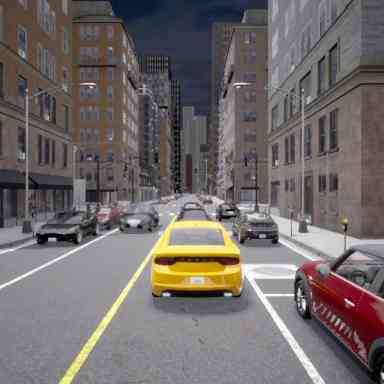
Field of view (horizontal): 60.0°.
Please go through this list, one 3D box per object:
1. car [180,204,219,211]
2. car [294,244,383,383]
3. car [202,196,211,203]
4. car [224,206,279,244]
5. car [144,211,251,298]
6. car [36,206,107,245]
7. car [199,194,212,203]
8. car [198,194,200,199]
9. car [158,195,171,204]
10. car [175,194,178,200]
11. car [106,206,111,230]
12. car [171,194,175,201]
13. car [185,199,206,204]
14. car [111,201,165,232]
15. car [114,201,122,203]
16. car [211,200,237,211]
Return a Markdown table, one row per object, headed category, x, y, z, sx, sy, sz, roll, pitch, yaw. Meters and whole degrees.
| category | x | y | z | sx | sy | sz | roll | pitch | yaw |
| --- | --- | --- | --- | --- | --- | --- | --- | --- | --- |
| car | 0.115 | 1.565 | 17.585 | 1.994 | 1.385 | 4.181 | 0 | 0 | 0 |
| car | 2.858 | 1.440 | 4.662 | 1.967 | 1.590 | 4.097 | 0 | 0 | 0 |
| car | 2.932 | 1.579 | 69.336 | 1.752 | 1.417 | 4.829 | 0 | 0 | 0 |
| car | 2.863 | 1.552 | 15.664 | 2.008 | 1.369 | 4.403 | 0 | 0 | 0 |
| car | 0.098 | 1.478 | 8.591 | 1.882 | 1.535 | 5.008 | 0 | 0 | 0 |
| car | -5.662 | 1.567 | 15.668 | 1.947 | 1.339 | 4.313 | 0 | 0 | 0 |
| car | 2.919 | 1.484 | 63.757 | 1.967 | 1.590 | 4.097 | 0 | 0 | 0 |
| car | 2.945 | 1.616 | 74.575 | 2.008 | 1.369 | 4.403 | 0 | 0 | 0 |
| car | -5.605 | 1.626 | 63.774 | 1.802 | 1.307 | 4.206 | 0 | 0 | 0 |
| car | -5.544 | 1.637 | 90.647 | 1.752 | 1.417 | 4.829 | 0 | 0 | 0 |
| car | -5.660 | 1.584 | 21.170 | 1.802 | 1.307 | 4.206 | 0 | 0 | 0 |
| car | -5.580 | 1.616 | 74.591 | 2.008 | 1.369 | 4.403 | 0 | 0 | 0 |
| car | 0.012 | 1.529 | 26.396 | 1.812 | 1.442 | 4.674 | 0 | 0 | 2 |
| car | -3.055 | 1.495 | 19.975 | 2.128 | 1.511 | 4.902 | 0 | 0 | 0 |
| car | -5.657 | 1.443 | 26.671 | 1.967 | 1.590 | 4.097 | 0 | 0 | 0 |
| car | 2.868 | 1.569 | 26.667 | 1.947 | 1.339 | 4.313 | 0 | 0 | 0 |
